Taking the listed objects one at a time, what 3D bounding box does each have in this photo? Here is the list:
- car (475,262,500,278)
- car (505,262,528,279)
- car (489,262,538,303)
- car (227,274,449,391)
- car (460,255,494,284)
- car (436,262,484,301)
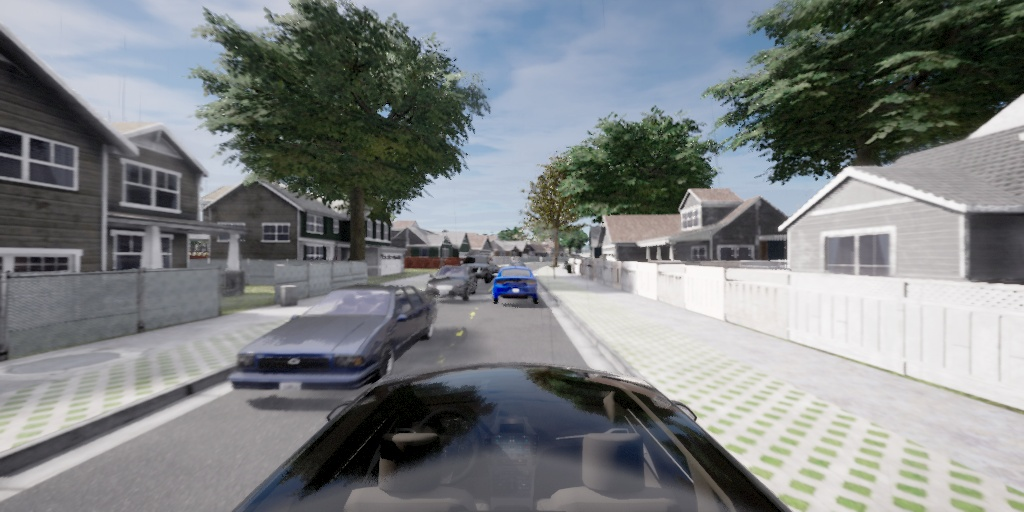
[{"bbox_3d":[-2.323,1.289,35.174,1.994,1.385,4.181,0,0,3],"label":"car"},{"bbox_3d":[0.501,1.280,33.506,2.033,1.411,5.357,0,0,3],"label":"car"},{"bbox_3d":[0.159,1.223,16.649,1.882,1.535,5.008,0,0,0],"label":"car"},{"bbox_3d":[-2.833,1.288,7.261,2.033,1.411,5.357,0,0,0],"label":"car"},{"bbox_3d":[-2.623,0.952,27.268,2.150,2.045,5.566,0,0,2],"label":"car"},{"bbox_3d":[-2.766,1.228,17.255,2.128,1.511,4.902,0,0,1],"label":"car"}]
